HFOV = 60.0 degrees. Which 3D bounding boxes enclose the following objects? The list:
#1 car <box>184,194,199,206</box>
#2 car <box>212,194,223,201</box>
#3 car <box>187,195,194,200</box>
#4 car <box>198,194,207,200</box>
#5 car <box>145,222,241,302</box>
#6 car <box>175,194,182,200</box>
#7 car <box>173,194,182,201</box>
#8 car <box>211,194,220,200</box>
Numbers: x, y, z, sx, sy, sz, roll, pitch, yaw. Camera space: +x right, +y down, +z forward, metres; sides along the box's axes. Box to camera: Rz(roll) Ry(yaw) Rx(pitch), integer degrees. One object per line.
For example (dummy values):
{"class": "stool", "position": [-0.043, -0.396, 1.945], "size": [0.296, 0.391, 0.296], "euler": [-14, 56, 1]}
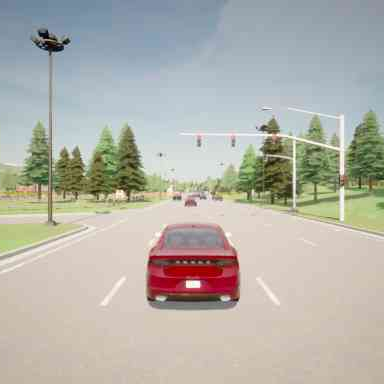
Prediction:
{"class": "car", "position": [-0.201, 1.526, 52.955], "size": [1.812, 1.442, 4.674], "euler": [0, 0, 0]}
{"class": "car", "position": [6.681, 1.517, 83.595], "size": [2.128, 1.511, 4.902], "euler": [0, 0, 0]}
{"class": "car", "position": [-0.359, 1.428, 94.018], "size": [1.895, 1.301, 4.718], "euler": [0, 0, 0]}
{"class": "car", "position": [3.139, 1.524, 94.414], "size": [1.812, 1.442, 4.674], "euler": [0, 0, 0]}
{"class": "car", "position": [0.031, 1.478, 8.353], "size": [1.882, 1.535, 5.008], "euler": [0, 0, 0]}
{"class": "car", "position": [-3.859, 1.310, 93.974], "size": [1.882, 1.535, 5.008], "euler": [0, 0, 0]}
{"class": "car", "position": [-3.819, 1.469, 83.554], "size": [1.882, 1.535, 5.008], "euler": [0, 0, 0]}
{"class": "car", "position": [6.641, 1.372, 94.014], "size": [2.033, 1.411, 5.357], "euler": [0, 0, 0]}
